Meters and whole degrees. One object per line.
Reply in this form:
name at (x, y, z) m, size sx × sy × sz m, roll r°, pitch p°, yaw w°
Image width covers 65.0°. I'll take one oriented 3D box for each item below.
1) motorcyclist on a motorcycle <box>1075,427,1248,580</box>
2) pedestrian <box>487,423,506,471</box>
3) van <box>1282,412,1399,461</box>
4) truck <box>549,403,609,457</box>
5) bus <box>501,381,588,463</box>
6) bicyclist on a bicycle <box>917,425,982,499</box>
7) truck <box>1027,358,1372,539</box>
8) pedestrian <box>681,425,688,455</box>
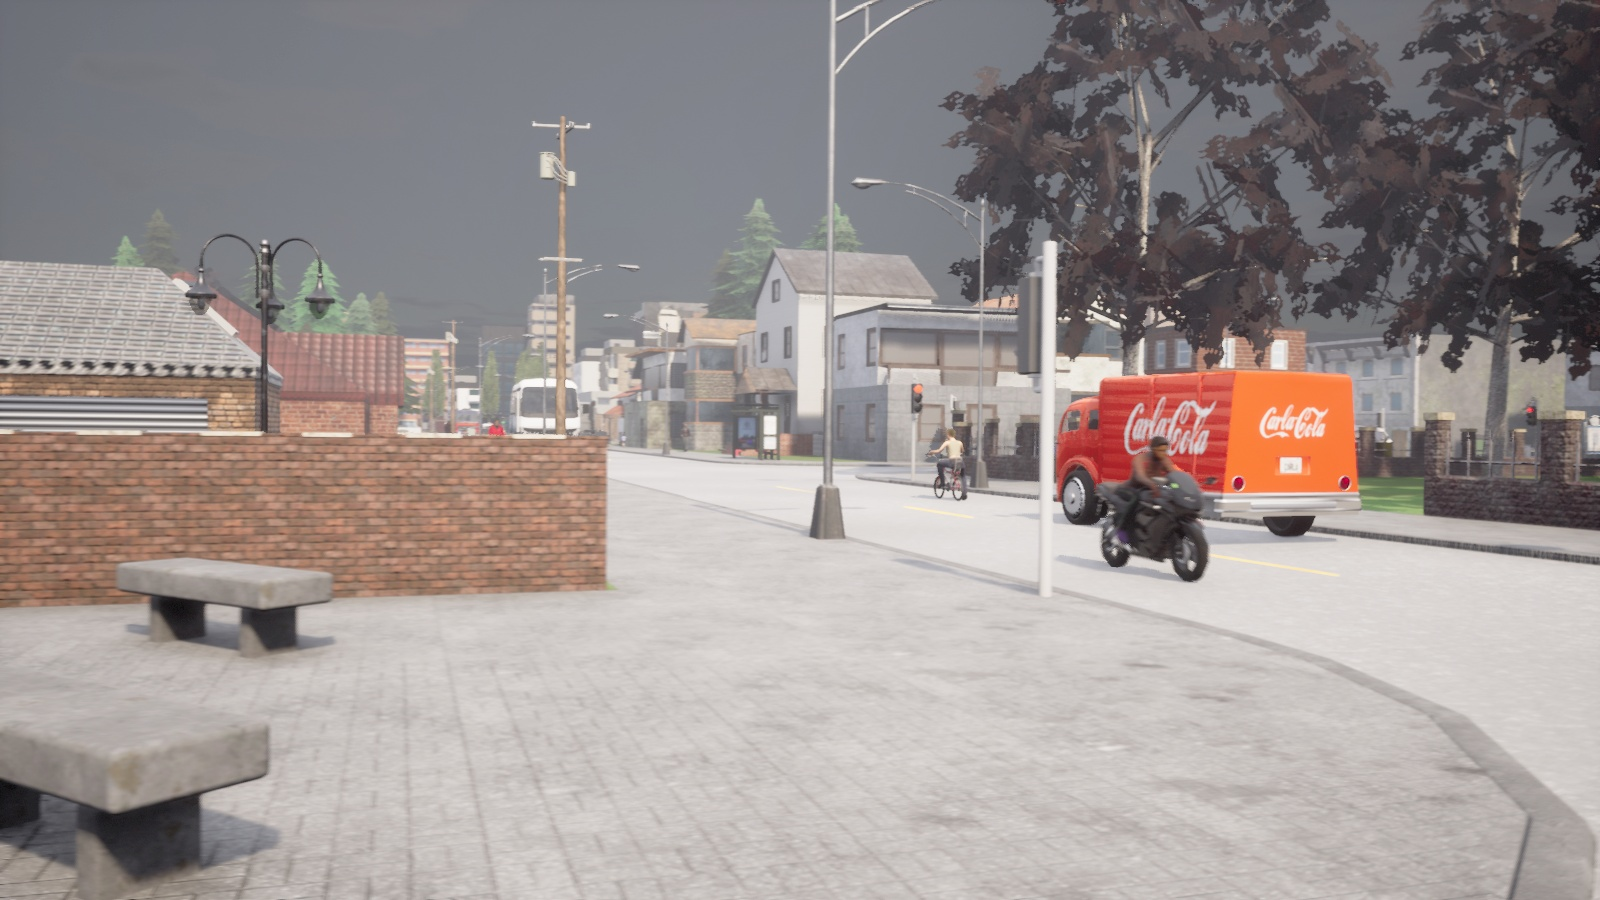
motorcyclist on a motorcycle at (3.885, 0.522, 13.686) m, size 0.797 × 1.523 × 2.044 m, roll -1°, pitch 1°, yaw -18°
pedestrian at (-11.820, -0.138, 48.858) m, size 0.634 × 1.844 × 0.899 m, roll -1°, pitch 1°, yaw -18°
van at (23.507, -0.598, 54.629) m, size 4.480 × 2.038 × 2.069 m, roll -1°, pitch 1°, yaw -20°
truck at (-15.116, -1.365, 85.478) m, size 2.891 × 3.462 × 7.936 m, roll -1°, pitch 1°, yaw -18°
bus at (-14.552, -1.535, 70.824) m, size 3.944 × 4.253 × 10.273 m, roll -1°, pitch 1°, yaw -16°
bicyclist on a bicycle at (3.371, 0.249, 28.436) m, size 0.866 × 1.612 × 1.509 m, roll -1°, pitch 1°, yaw -19°
truck at (6.086, -0.071, 20.006) m, size 2.627 × 2.467 × 5.204 m, roll -1°, pitch 1°, yaw -19°
pedestrian at (-7.132, -0.636, 77.523) m, size 0.376 × 1.854 × 0.720 m, roll -1°, pitch 1°, yaw -10°
